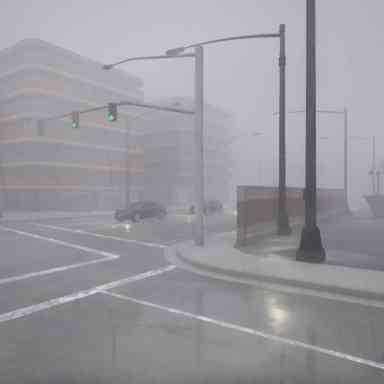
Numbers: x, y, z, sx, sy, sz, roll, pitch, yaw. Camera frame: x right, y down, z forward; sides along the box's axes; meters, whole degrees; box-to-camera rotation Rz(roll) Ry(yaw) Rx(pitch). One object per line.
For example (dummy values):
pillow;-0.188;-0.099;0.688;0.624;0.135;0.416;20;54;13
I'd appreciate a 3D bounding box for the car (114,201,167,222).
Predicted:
car;-3.966;1.505;26.333;1.837;1.490;4.892;0;0;35

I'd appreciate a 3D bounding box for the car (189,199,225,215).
car;1.626;1.505;34.455;1.837;1.490;4.892;0;0;35
